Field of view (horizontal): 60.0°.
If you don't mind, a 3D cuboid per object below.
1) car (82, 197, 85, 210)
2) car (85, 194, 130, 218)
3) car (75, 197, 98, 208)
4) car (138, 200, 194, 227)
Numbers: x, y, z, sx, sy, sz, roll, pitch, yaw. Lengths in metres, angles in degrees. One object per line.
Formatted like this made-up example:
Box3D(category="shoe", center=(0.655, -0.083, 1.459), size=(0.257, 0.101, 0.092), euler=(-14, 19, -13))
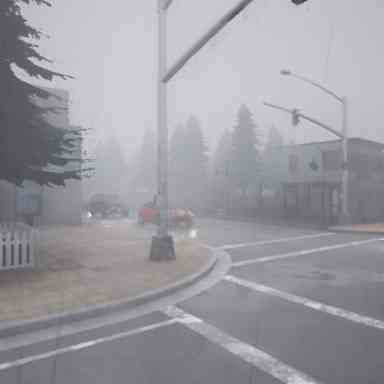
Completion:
Box3D(category="car", center=(-13.226, 1.587, 38.813), size=(1.895, 1.301, 4.718), euler=(0, 0, -33))
Box3D(category="car", center=(-7.665, 1.208, 30.481), size=(2.150, 2.045, 5.566), euler=(0, 0, -34))
Box3D(category="car", center=(-15.471, 1.465, 48.789), size=(1.882, 1.535, 5.008), euler=(0, 0, -34))
Box3D(category="car", center=(-1.772, 1.337, 21.668), size=(2.097, 1.767, 4.553), euler=(0, 0, -34))
